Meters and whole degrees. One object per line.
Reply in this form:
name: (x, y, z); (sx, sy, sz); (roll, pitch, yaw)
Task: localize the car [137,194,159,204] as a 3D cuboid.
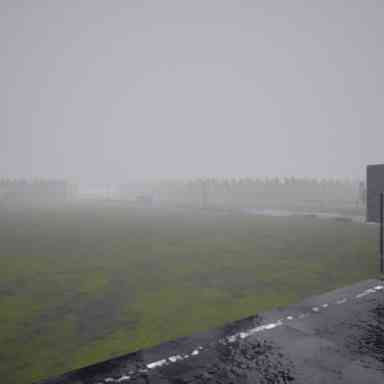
car: (-7.049, 1.101, 52.650); (2.128, 1.511, 4.902); (0, 1, -35)
